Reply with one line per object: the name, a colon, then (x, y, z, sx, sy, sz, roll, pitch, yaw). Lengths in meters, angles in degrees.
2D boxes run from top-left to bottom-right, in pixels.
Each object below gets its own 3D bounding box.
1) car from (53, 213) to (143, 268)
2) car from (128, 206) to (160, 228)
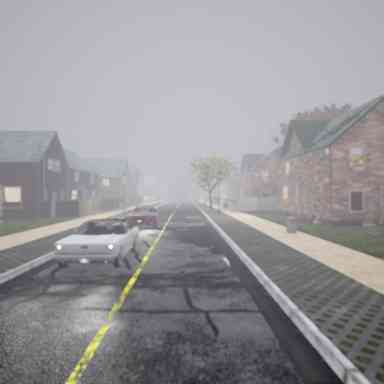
car: (-3.051, 1.623, 11.496, 1.895, 1.301, 4.718, 0, 0, -1)
car: (-3.250, 1.608, 22.322, 1.994, 1.385, 4.181, 0, 0, -1)
